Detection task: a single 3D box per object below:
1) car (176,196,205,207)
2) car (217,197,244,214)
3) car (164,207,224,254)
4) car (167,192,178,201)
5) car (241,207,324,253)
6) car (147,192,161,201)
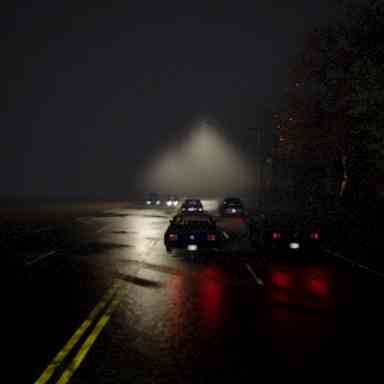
[{"bbox_3d":[0.022,1.259,26.244,2.033,1.411,5.357,0,1,1],"label":"car"},{"bbox_3d":[3.293,1.186,28.455,1.837,1.490,4.892,0,1,0],"label":"car"},{"bbox_3d":[0.040,1.461,12.818,1.895,1.301,4.718,0,1,1],"label":"car"},{"bbox_3d":[-3.314,0.828,57.810,2.128,1.511,4.902,0,1,0],"label":"car"},{"bbox_3d":[3.301,1.438,12.822,1.895,1.301,4.718,1,0,1],"label":"car"},{"bbox_3d":[-6.563,0.815,57.788,1.882,1.535,5.008,0,1,0],"label":"car"}]
